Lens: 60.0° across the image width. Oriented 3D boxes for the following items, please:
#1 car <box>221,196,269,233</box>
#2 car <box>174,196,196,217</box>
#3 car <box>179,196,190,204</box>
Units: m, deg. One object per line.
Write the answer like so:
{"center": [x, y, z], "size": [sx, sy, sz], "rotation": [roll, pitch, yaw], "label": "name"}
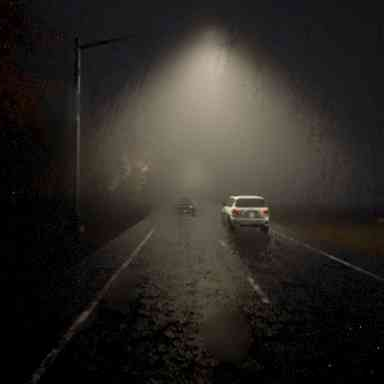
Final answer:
{"center": [3.092, 1.249, 20.221], "size": [2.150, 2.045, 5.566], "rotation": [1, 0, -1], "label": "car"}
{"center": [-0.679, 1.470, 31.515], "size": [2.128, 1.511, 4.902], "rotation": [1, 0, -1], "label": "car"}
{"center": [-1.403, 1.508, 62.131], "size": [1.994, 1.385, 4.181], "rotation": [1, 0, -1], "label": "car"}
